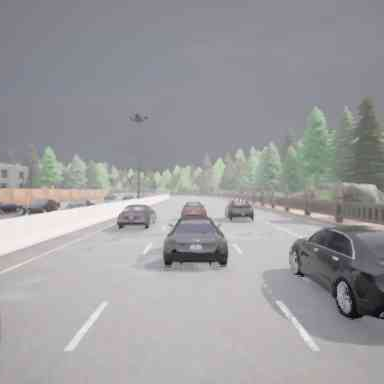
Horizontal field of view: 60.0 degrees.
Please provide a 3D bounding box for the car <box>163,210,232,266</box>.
[{"bbox_3d":[0.115,1.522,11.398,1.994,1.385,4.181,0,0,0],"label":"car"}]

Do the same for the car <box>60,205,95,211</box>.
[{"bbox_3d":[-10.536,1.419,31.352,1.812,1.442,4.674,0,0,0],"label":"car"}]

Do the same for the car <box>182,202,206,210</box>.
[{"bbox_3d":[0.144,1.467,26.753,1.994,1.385,4.181,0,0,0],"label":"car"}]

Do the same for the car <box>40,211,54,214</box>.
[{"bbox_3d":[-14.036,1.374,31.252,1.882,1.535,5.008,0,0,0],"label":"car"}]

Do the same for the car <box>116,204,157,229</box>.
[{"bbox_3d":[-3.378,1.474,21.005,2.033,1.411,5.357,0,0,0],"label":"car"}]

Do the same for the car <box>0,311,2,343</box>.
[{"bbox_3d":[-3.423,1.500,2.421,1.837,1.490,4.892,0,1,0],"label":"car"}]

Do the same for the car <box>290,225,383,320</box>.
[{"bbox_3d":[3.600,1.477,7.289,1.837,1.490,4.892,0,1,0],"label":"car"}]

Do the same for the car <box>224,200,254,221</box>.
[{"bbox_3d":[3.641,1.395,26.070,2.128,1.511,4.902,0,0,0],"label":"car"}]
